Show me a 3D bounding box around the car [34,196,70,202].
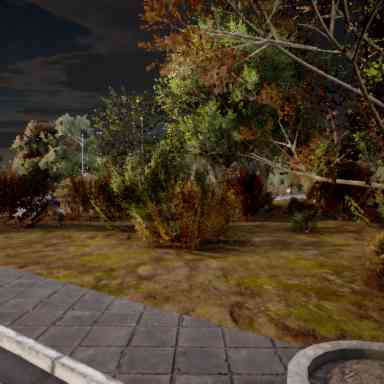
[{"bbox_3d":[-17.480,1.123,41.241,2.097,1.767,4.553,0,0,32],"label":"car"}]

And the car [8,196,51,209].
[{"bbox_3d":[-20.742,1.273,42.627,1.812,1.442,4.674,0,0,32],"label":"car"}]
